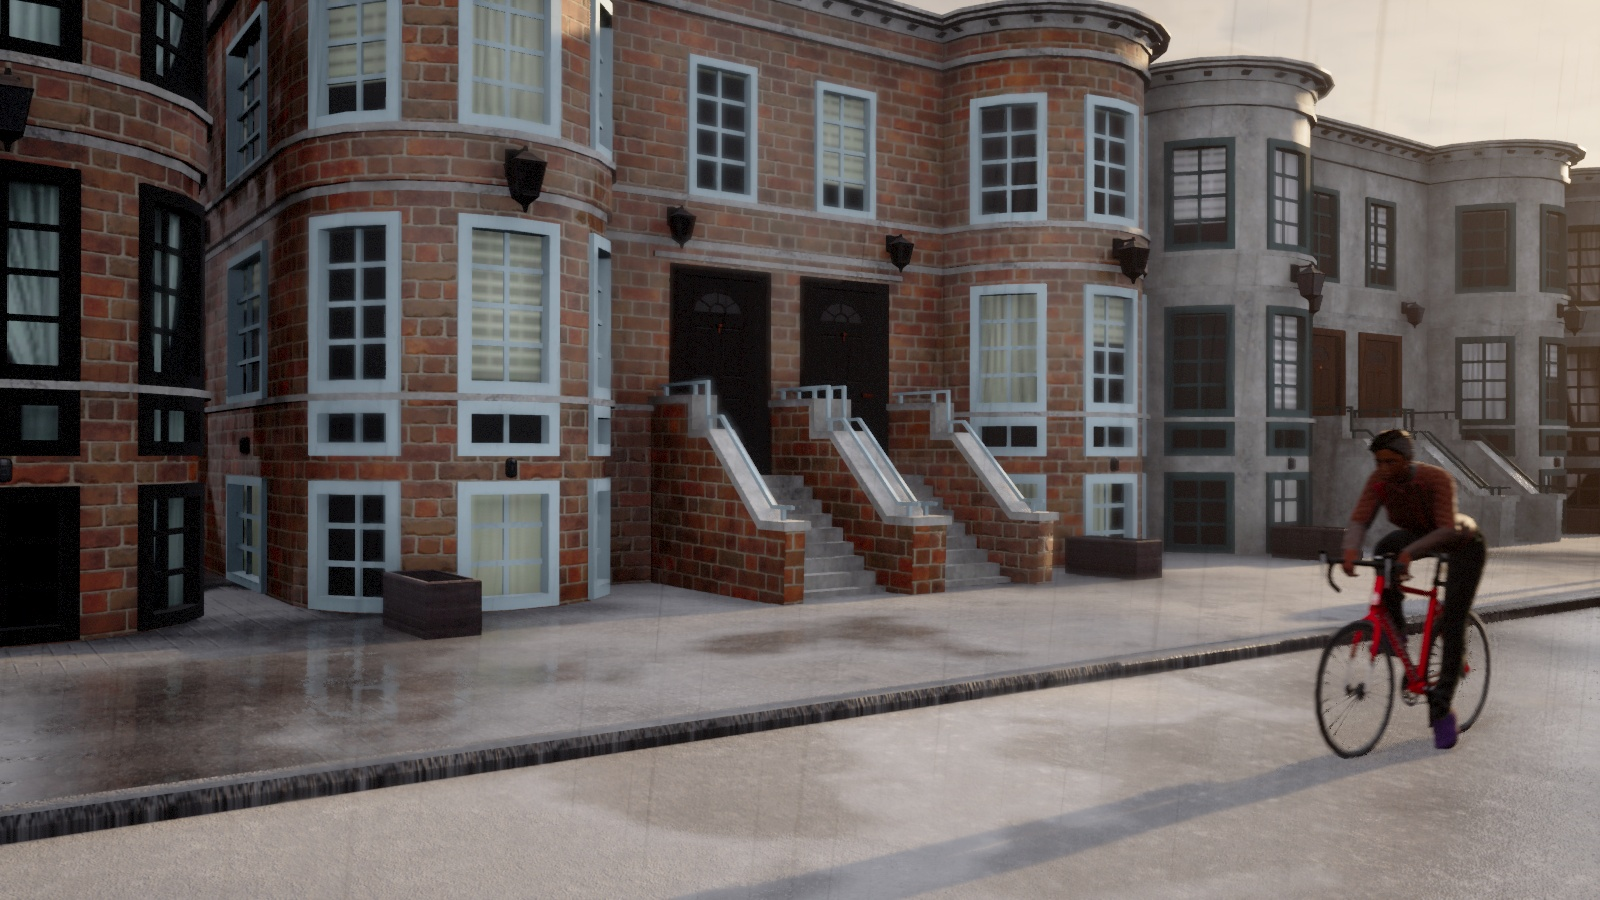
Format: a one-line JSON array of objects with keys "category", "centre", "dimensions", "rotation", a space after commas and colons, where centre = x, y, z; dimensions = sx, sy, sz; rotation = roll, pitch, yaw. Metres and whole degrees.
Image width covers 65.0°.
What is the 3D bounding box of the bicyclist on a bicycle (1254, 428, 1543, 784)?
[{"category": "bicyclist on a bicycle", "centre": [3.089, 0.707, 6.422], "dimensions": [1.656, 1.620, 0.582], "rotation": [0, 0, -35]}]
